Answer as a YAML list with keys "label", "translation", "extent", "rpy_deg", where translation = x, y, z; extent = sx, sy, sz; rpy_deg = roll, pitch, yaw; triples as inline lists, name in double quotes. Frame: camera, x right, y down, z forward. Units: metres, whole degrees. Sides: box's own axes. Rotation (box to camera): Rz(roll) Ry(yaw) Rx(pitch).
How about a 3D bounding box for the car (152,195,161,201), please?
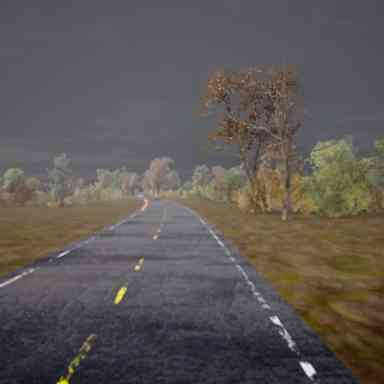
- label: "car"
  translation: [-8.699, 1.507, 81.535]
  extent: [1.882, 1.535, 5.008]
  rpy_deg: [0, 0, -10]

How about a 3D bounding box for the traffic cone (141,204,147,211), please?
- label: "traffic cone"
  translation: [-5.950, 1.962, 40.337]
  extent: [0.340, 0.580, 0.340]
  rpy_deg: [0, 0, -5]

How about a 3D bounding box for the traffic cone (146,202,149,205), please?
- label: "traffic cone"
  translation: [-6.395, 1.964, 45.290]
  extent: [0.340, 0.580, 0.340]
  rpy_deg: [0, 0, -5]
